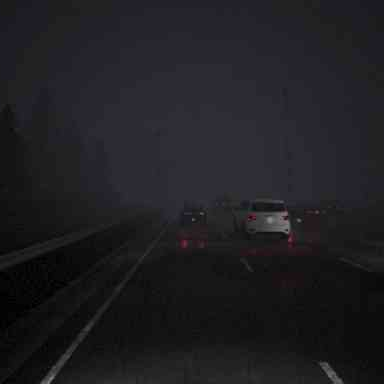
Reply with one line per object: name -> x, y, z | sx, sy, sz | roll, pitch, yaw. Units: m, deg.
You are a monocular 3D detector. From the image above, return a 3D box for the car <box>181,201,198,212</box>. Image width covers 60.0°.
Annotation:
car -> -0.430, 1.914, 45.302 | 1.994, 1.385, 4.181 | 0, 0, -5

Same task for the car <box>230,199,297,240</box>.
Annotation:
car -> 3.594, 1.363, 17.965 | 2.150, 2.045, 5.566 | 0, 0, 0

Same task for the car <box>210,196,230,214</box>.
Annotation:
car -> 3.461, 1.534, 40.192 | 2.150, 2.045, 5.566 | 0, 0, -2

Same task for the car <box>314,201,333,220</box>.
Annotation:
car -> 10.590, 1.784, 30.552 | 2.033, 1.411, 5.357 | 0, 0, 0

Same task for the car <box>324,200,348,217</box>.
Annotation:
car -> 14.065, 1.616, 34.210 | 2.097, 1.767, 4.553 | 0, -1, -1

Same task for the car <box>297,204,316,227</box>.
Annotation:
car -> 7.094, 1.714, 24.314 | 1.812, 1.442, 4.674 | 0, 0, 0

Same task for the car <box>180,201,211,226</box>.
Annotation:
car -> 0.092, 1.687, 25.125 | 2.128, 1.511, 4.902 | 0, 0, 0
